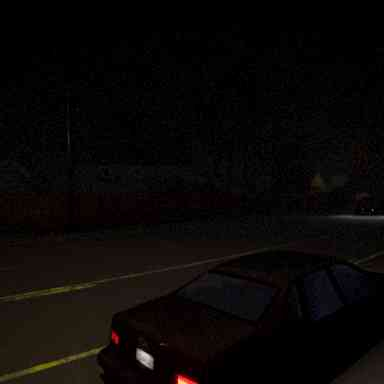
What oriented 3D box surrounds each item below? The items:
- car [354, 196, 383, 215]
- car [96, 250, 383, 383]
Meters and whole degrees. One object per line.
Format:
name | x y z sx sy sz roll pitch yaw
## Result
car | 20.758 1.533 38.516 5.566 2.045 2.150 0 -1 -44
car | 1.435 1.592 4.745 5.357 1.411 2.033 0 -1 -42
